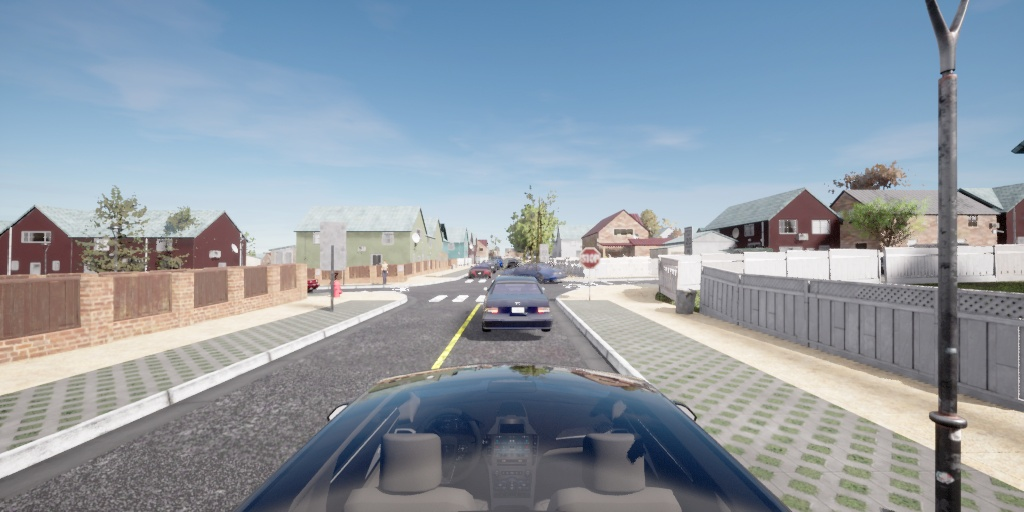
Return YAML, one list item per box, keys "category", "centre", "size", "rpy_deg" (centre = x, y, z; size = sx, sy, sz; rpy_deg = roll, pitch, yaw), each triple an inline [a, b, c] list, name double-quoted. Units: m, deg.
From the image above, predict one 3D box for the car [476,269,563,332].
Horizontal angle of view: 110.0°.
- category: "car"
  centre: [0.090, 1.300, 10.820]
  size: [2.033, 1.411, 5.357]
  rpy_deg: [0, 0, -1]

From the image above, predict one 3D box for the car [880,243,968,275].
- category: "car"
  centre: [27.925, 0.213, 24.397]
  size: [5.566, 2.045, 2.150]
  rpy_deg: [-2, -1, 0]

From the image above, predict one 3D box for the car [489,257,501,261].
- category: "car"
  centre: [-2.782, 1.243, 41.739]
  size: [2.128, 1.511, 4.902]
  rpy_deg: [0, 0, 0]

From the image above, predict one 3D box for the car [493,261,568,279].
- category: "car"
  centre: [1.477, 1.284, 26.880]
  size: [5.357, 1.411, 2.033]
  rpy_deg: [-1, 0, 38]

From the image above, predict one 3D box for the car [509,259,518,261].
- category: "car"
  centre: [0.189, 1.252, 56.748]
  size: [1.837, 1.490, 4.892]
  rpy_deg: [0, 0, 0]

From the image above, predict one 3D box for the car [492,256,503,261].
- category: "car"
  centre: [-2.723, 0.966, 62.312]
  size: [2.150, 2.045, 5.566]
  rpy_deg: [0, 0, 0]

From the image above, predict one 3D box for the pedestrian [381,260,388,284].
- category: "pedestrian"
  centre: [-9.651, 1.212, 27.146]
  size: [0.375, 1.860, 0.375]
  rpy_deg: [0, 0, 0]

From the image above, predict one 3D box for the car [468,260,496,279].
- category: "car"
  centre: [-2.801, 1.316, 32.772]
  size: [1.994, 1.385, 4.181]
  rpy_deg: [0, 0, 0]

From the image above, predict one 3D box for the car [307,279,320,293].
- category: "car"
  centre: [-14.088, 1.672, 21.237]
  size: [4.718, 1.301, 1.895]
  rpy_deg: [-2, -1, 1]

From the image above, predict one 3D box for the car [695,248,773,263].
- category: "car"
  centre: [14.954, 0.562, 24.346]
  size: [5.566, 2.045, 2.150]
  rpy_deg: [-2, -1, 0]

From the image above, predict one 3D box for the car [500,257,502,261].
- category: "car"
  centre: [-2.764, 1.275, 51.607]
  size: [1.812, 1.442, 4.674]
  rpy_deg: [0, 0, 0]
